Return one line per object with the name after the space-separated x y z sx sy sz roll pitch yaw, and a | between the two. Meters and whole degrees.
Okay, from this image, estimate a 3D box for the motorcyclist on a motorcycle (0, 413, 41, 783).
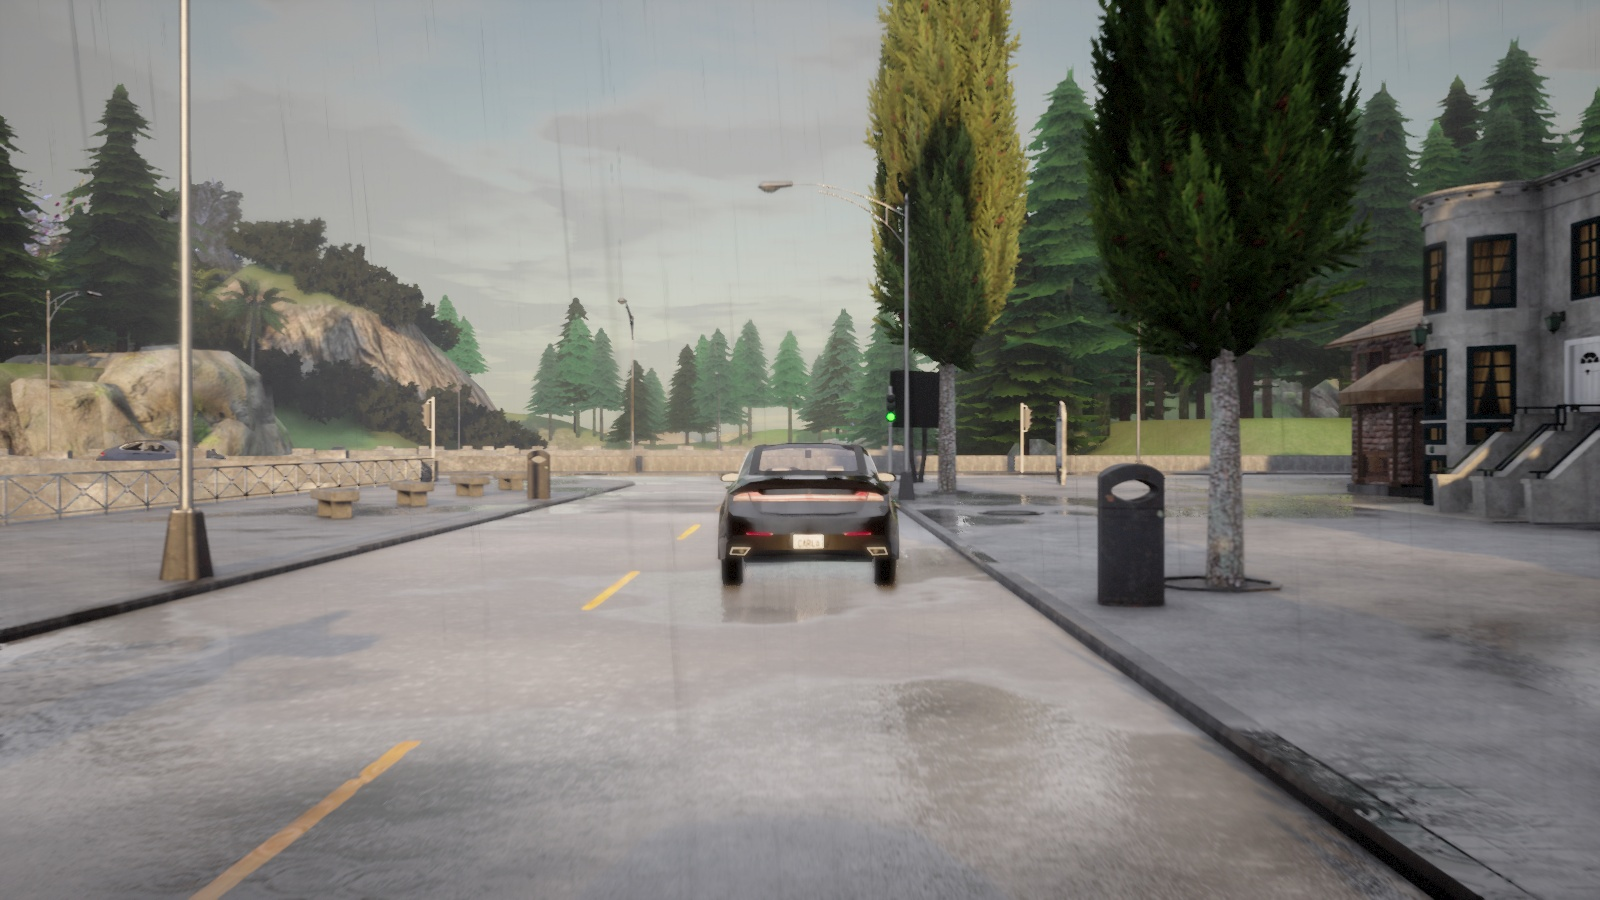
-3.958 0.667 4.722 0.766 1.649 2.350 0 0 0 | motorcyclist on a motorcycle

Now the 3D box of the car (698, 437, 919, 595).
0.096 0.621 14.526 2.128 1.511 4.902 0 0 0 | car

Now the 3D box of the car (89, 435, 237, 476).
-26.264 0.211 51.902 5.027 1.651 2.152 0 0 0 | car
